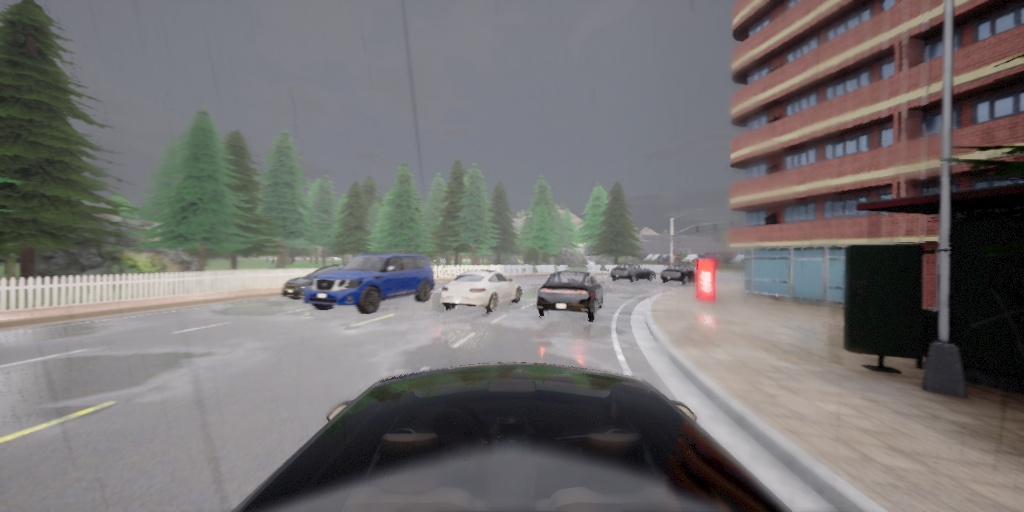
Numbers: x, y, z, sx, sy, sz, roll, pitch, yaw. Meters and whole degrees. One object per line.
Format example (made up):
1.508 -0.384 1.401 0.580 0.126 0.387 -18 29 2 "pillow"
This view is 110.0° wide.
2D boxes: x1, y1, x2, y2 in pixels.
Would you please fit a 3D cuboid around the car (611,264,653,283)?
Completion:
10.289 1.438 30.430 4.902 1.511 2.128 1 0 -41 "car"

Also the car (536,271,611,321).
2.226 1.289 12.931 2.128 1.511 4.902 1 0 18 "car"

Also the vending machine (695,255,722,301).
9.007 1.108 16.646 1.100 2.100 0.880 0 0 31 "vending machine"

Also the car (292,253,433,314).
-5.080 0.899 13.817 2.150 2.045 5.566 1 0 18 "car"

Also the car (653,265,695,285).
13.847 1.495 28.848 4.902 1.511 2.128 1 0 -39 "car"

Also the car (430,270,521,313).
-1.068 1.270 14.000 1.812 1.442 4.674 1 0 19 "car"

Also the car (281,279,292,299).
-7.816 1.140 16.247 1.837 1.490 4.892 0 0 20 "car"
